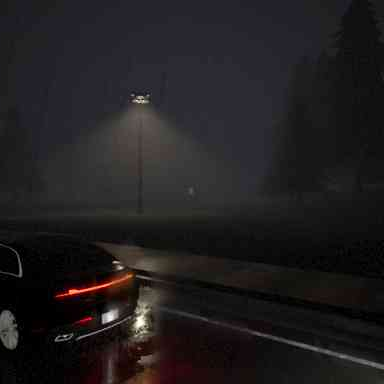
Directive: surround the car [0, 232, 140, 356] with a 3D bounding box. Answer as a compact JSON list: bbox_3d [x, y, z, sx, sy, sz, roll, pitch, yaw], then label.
[{"bbox_3d":[-3.123,1.505,6.101,4.892,1.490,1.837,0,0,36],"label":"car"}]
